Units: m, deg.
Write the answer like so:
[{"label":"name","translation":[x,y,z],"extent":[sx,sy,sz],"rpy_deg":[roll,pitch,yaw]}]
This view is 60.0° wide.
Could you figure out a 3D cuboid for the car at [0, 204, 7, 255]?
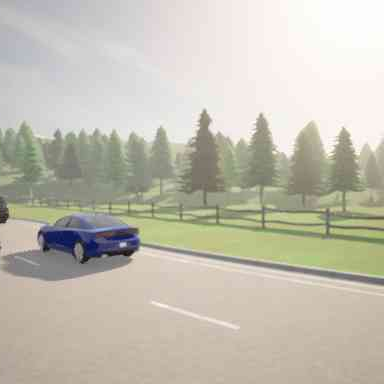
[{"label":"car","translation":[-8.547,1.374,12.026],"extent":[2.097,1.767,4.553],"rpy_deg":[0,0,-43]}]

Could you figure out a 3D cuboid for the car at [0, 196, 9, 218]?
[{"label":"car","translation":[-15.638,1.272,24.792],"extent":[5.566,2.045,2.150],"rpy_deg":[0,0,41]}]

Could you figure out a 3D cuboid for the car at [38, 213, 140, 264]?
[{"label":"car","translation":[-3.924,1.502,12.164],"extent":[5.008,1.535,1.882],"rpy_deg":[0,0,45]}]
